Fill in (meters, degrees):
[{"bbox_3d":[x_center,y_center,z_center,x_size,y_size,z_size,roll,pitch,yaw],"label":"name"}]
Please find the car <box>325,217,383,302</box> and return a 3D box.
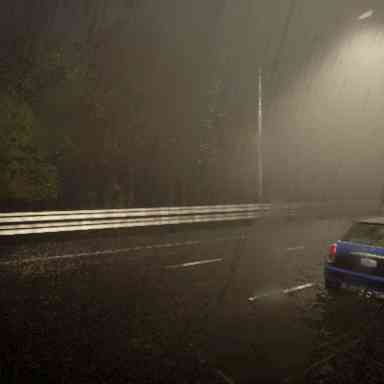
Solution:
[{"bbox_3d":[5.005,1.300,7.274,4.553,1.767,2.097,0,0,-34],"label":"car"}]
